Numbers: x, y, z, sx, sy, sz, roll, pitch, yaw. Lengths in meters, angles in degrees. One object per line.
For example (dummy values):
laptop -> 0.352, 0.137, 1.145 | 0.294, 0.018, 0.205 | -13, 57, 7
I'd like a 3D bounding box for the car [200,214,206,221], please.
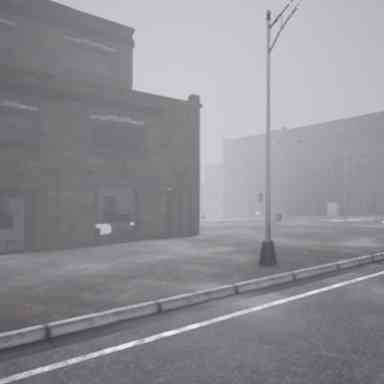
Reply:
car -> 0.045, 3.543, 47.649 | 1.882, 1.535, 5.008 | 0, -5, -36
